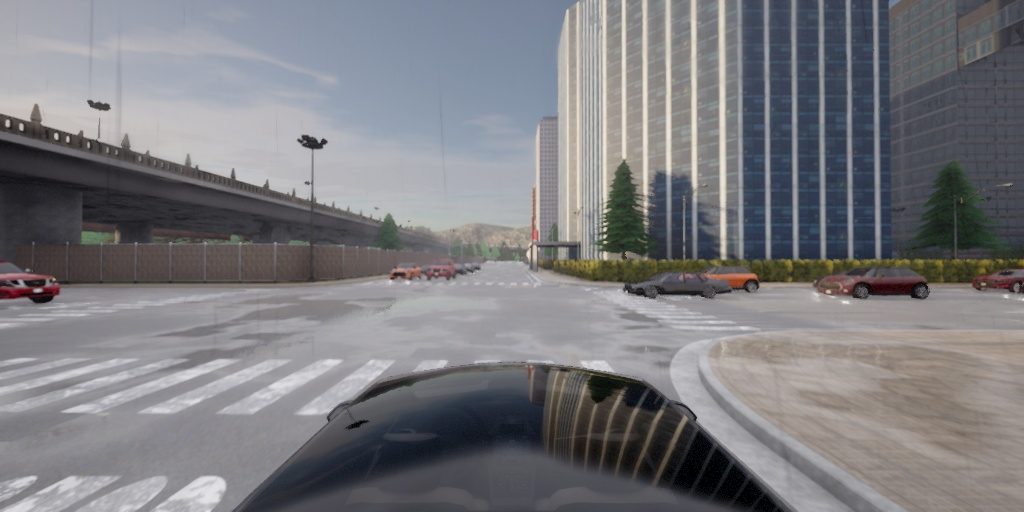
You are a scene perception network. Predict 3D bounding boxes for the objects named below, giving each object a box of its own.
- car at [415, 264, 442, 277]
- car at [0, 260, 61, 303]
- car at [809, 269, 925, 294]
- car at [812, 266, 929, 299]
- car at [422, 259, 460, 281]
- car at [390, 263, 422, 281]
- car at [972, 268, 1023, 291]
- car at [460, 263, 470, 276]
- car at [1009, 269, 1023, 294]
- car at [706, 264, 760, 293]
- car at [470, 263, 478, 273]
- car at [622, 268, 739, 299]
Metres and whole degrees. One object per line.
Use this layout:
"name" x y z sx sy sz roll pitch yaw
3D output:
"car" -10.422 1.778 45.165 2.033 1.411 5.357 0 -1 1
"car" -23.790 1.181 15.912 5.566 2.045 2.150 0 -1 0
"car" 22.470 1.591 22.861 5.357 1.411 2.033 0 -1 0
"car" 19.349 1.356 19.380 4.553 1.767 2.097 0 -1 0
"car" -6.972 1.350 35.899 2.150 2.045 5.566 0 -1 0
"car" -10.500 1.478 35.700 2.097 1.767 4.553 0 -1 1
"car" 32.498 1.522 22.786 5.008 1.535 1.882 0 -1 1
"car" -6.930 1.717 45.897 1.882 1.535 5.008 0 -1 0
"car" 30.426 1.569 19.303 4.181 1.385 1.994 0 -1 0
"car" 13.055 1.395 22.916 4.553 1.767 2.097 0 -1 0
"car" -6.858 1.869 55.217 1.812 1.442 4.674 0 -1 1
"car" 8.873 1.551 19.435 5.357 1.411 2.033 0 -1 0
